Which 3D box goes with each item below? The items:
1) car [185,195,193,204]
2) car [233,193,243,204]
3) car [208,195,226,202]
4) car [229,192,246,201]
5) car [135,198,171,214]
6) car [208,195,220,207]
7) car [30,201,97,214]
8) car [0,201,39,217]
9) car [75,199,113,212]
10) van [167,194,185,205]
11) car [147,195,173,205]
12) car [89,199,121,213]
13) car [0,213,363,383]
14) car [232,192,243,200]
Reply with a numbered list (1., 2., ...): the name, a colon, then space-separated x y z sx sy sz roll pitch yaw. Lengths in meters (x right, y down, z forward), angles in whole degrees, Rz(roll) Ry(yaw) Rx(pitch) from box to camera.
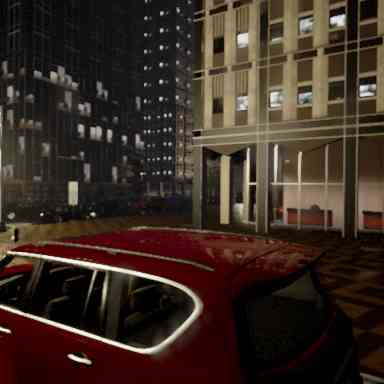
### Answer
1. car: -0.439 1.300 60.000 1.967 1.590 4.097 1 1 30
2. car: 9.808 1.466 60.954 1.752 1.417 4.829 1 1 30
3. car: 5.246 1.347 69.778 1.887 1.381 4.507 1 1 30
4. car: 10.935 1.058 79.551 2.192 1.841 5.009 1 1 30
5. car: -4.484 1.670 36.384 1.802 1.307 4.206 1 1 30
6. car: 4.041 1.440 51.037 1.967 1.590 4.097 1 1 30
7. car: -10.166 1.712 26.615 1.947 1.339 4.313 1 1 30
8. car: -15.148 1.574 29.577 1.837 1.490 4.892 1 1 30
9. car: -11.814 1.543 40.448 1.947 1.339 4.313 1 1 30
10. van: -3.282 1.231 55.110 1.690 1.788 3.998 1 1 30
11. car: -5.052 1.491 46.925 1.812 1.442 4.674 1 1 31
12. car: -10.153 1.582 38.175 1.994 1.385 4.181 1 1 30
13. car: -0.952 1.334 3.529 5.009 1.841 2.192 0 1 35
14. car: 10.525 1.098 67.307 2.150 2.045 5.566 1 1 29
